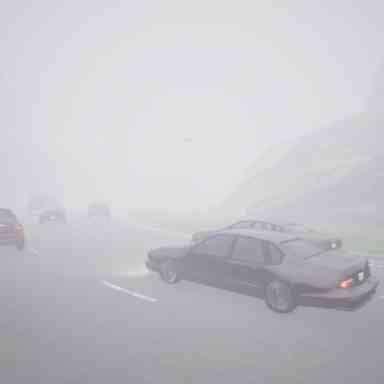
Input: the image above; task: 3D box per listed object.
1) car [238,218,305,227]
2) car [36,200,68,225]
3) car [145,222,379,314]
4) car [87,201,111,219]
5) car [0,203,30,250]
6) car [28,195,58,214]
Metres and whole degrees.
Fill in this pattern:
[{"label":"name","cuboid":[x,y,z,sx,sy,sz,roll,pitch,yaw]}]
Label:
[{"label":"car","cuboid":[2.363,1.618,11.468,5.357,1.411,2.033,0,0,44]},{"label":"car","cuboid":[-10.492,1.616,25.204,1.812,1.442,4.674,0,0,-22]},{"label":"car","cuboid":[1.242,1.595,7.790,5.357,1.411,2.033,0,0,42]},{"label":"car","cuboid":[-8.661,1.632,30.992,1.837,1.490,4.892,0,0,-15]},{"label":"car","cuboid":[-8.486,1.392,13.946,2.097,1.767,4.553,1,0,-36]},{"label":"car","cuboid":[-16.756,1.352,37.957,2.150,2.045,5.566,0,0,-4]}]
